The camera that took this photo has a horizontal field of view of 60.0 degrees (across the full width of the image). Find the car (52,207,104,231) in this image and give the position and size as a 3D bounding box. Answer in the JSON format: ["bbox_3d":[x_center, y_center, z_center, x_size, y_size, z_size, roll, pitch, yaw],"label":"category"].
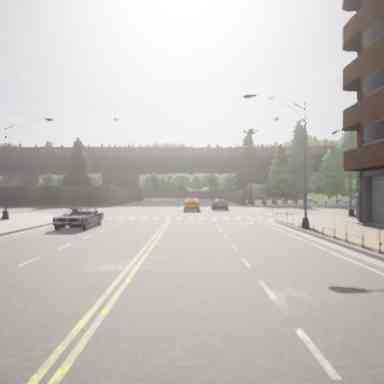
[{"bbox_3d":[-7.052,1.653,21.023,1.895,1.301,4.718,0,0,0],"label":"car"}]

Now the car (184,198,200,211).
[{"bbox_3d":[-0.007,1.481,40.963,1.882,1.535,5.008,0,0,0],"label":"car"}]

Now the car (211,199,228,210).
[{"bbox_3d":[3.486,1.562,42.458,1.994,1.385,4.181,0,0,0],"label":"car"}]
